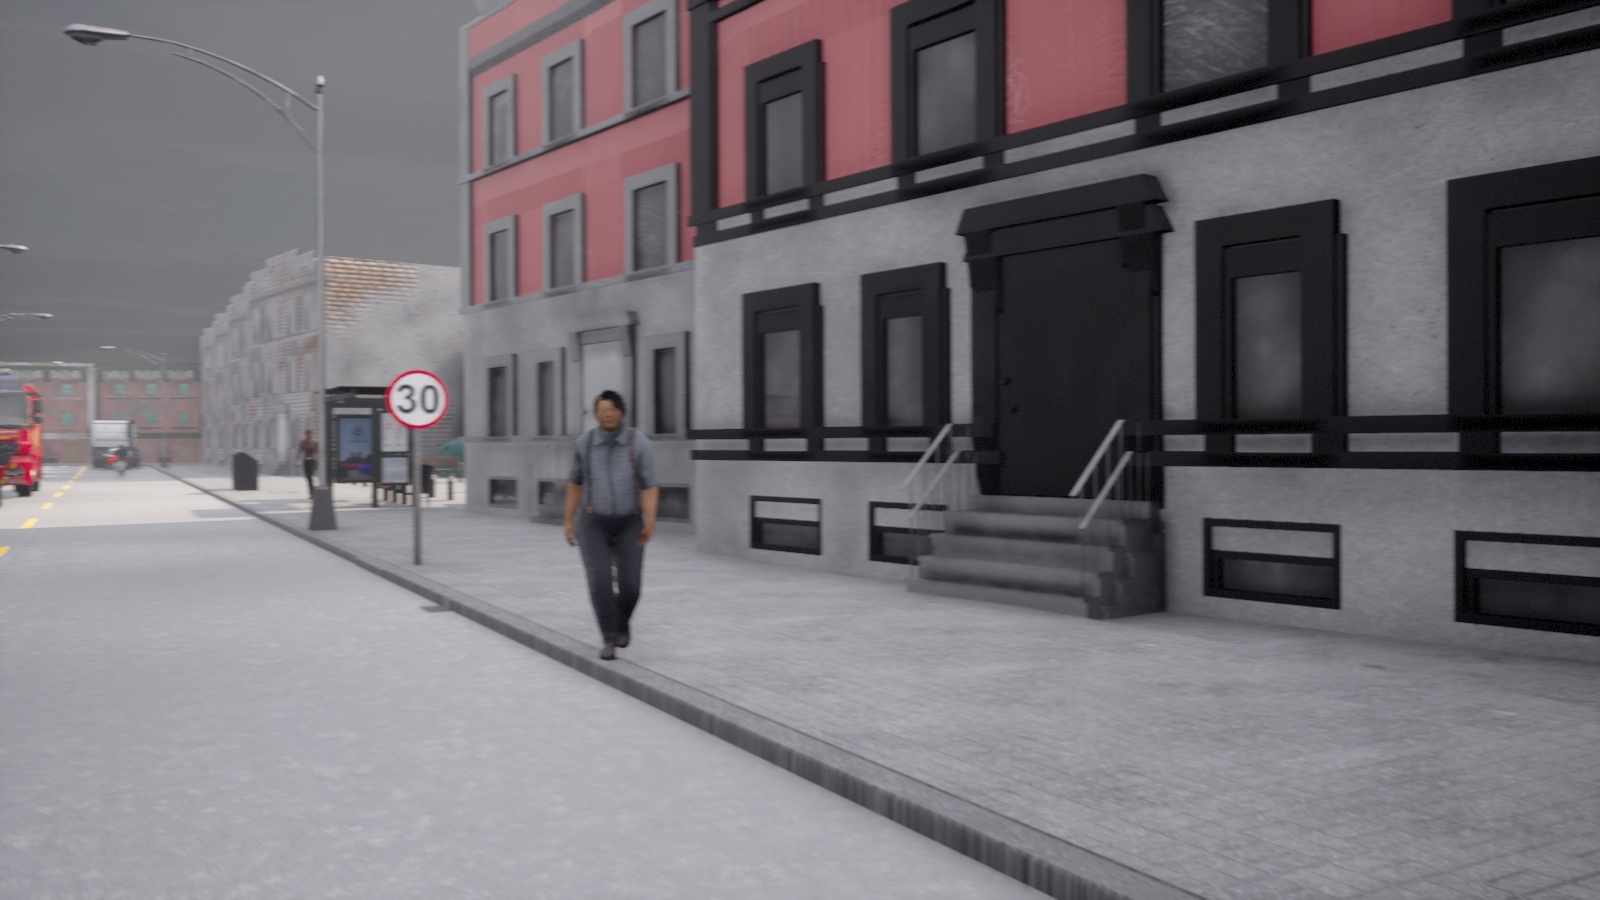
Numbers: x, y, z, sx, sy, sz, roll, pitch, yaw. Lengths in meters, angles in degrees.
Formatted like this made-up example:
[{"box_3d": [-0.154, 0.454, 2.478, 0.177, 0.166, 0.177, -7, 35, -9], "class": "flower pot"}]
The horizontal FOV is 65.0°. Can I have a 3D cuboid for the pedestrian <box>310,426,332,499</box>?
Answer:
[{"box_3d": [-12.061, 0.313, 31.631, 0.328, 1.805, 0.869, 0, 0, -8], "class": "pedestrian"}]

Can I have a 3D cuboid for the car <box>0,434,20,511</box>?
[{"box_3d": [-19.368, 0.490, 28.780, 2.242, 1.667, 4.611, 0, 0, -28], "class": "car"}]

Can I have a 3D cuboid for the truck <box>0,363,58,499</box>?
[{"box_3d": [-24.860, -0.558, 38.901, 2.891, 3.827, 8.468, 0, 0, -28], "class": "truck"}]

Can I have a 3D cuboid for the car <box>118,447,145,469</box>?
[{"box_3d": [-42.415, 0.485, 79.617, 1.481, 1.376, 2.207, 0, 1, -29], "class": "car"}]

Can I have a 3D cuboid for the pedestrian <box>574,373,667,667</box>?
[{"box_3d": [-1.167, 0.439, 8.245, 0.540, 1.848, 0.694, 0, 0, -4], "class": "pedestrian"}]
